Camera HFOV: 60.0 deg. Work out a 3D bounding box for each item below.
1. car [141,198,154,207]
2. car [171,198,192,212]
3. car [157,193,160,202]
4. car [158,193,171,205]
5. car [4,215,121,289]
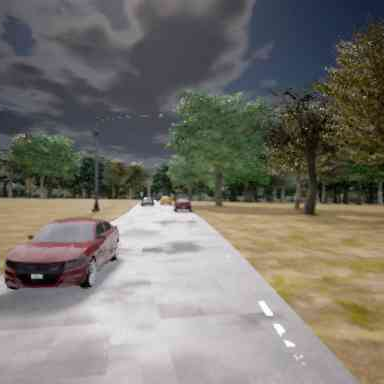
[{"bbox_3d":[-6.866,1.551,51.580,1.994,1.385,4.181,0,0,-7],"label":"car"},{"bbox_3d":[-1.135,1.467,38.700,1.882,1.535,5.008,0,0,-6],"label":"car"},{"bbox_3d":[-6.783,1.148,75.254,2.150,2.045,5.566,0,0,-7],"label":"car"},{"bbox_3d":[-4.476,1.478,57.649,1.882,1.535,5.008,0,0,-7],"label":"car"},{"bbox_3d":[-3.305,1.484,9.416,1.882,1.535,5.008,0,0,-2],"label":"car"}]
